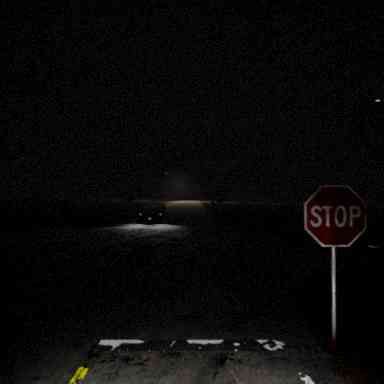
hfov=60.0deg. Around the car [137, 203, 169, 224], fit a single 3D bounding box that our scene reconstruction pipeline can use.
[{"bbox_3d":[-2.811,1.550,25.258,1.812,1.442,4.674,1,0,2],"label":"car"}]
